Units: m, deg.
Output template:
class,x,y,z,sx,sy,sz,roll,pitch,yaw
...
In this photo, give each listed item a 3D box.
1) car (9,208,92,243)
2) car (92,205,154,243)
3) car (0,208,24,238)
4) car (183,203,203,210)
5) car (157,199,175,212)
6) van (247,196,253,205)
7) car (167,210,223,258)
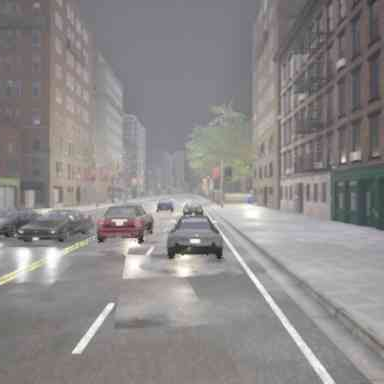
class,x,y,z,sx,sy,sz,roll,pitch,yaw
car,-6.530,1.592,16.596,2.033,1.411,5.357,0,0,1
car,-3.145,1.396,16.549,2.097,1.767,4.553,0,0,0
car,-9.763,1.596,18.145,2.033,1.411,5.357,0,0,0
car,0.109,1.689,31.840,1.895,1.301,4.718,0,0,0
car,-3.141,1.590,40.222,1.882,1.535,5.008,0,0,0
van,12.179,1.582,62.069,3.998,1.788,1.690,0,0,1
car,0.103,1.598,12.984,1.994,1.385,4.181,0,0,0
